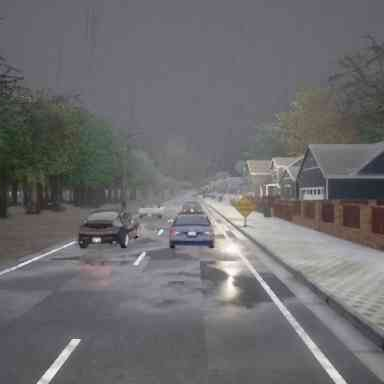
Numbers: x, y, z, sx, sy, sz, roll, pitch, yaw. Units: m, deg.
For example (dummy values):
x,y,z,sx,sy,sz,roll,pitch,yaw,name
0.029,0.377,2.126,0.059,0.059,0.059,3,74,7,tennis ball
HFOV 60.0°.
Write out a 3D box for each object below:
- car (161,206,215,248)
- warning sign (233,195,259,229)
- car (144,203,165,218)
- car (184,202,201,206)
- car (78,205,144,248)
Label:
x,y,z,sx,sy,sz,roll,pitch,yaw,name
0.000,1.564,14.650,2.033,1.411,5.357,0,0,0,car
3.044,1.116,18.996,1.300,1.860,1.060,0,0,0,warning sign
-3.501,1.618,29.680,1.895,1.301,4.718,0,0,0,car
0.000,1.565,29.650,2.033,1.411,5.357,0,0,0,car
-3.500,1.517,14.650,1.837,1.490,4.892,0,0,0,car
